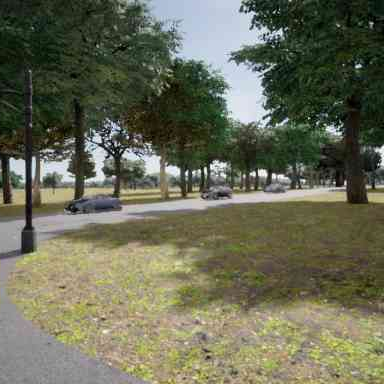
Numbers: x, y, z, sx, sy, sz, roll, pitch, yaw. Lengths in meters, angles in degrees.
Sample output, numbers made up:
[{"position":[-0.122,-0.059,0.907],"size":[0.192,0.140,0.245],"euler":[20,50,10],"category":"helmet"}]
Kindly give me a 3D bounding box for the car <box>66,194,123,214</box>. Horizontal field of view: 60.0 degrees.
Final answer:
[{"position":[-7.349,0.850,25.284],"size":[1.994,1.385,4.181],"euler":[-1,2,39],"category":"car"}]

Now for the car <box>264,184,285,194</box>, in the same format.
[{"position":[12.682,-0.468,51.061],"size":[2.128,1.511,4.902],"euler":[-1,2,38],"category":"car"}]

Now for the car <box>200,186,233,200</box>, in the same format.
[{"position":[2.892,0.124,38.445],"size":[2.128,1.511,4.902],"euler":[-1,2,38],"category":"car"}]
